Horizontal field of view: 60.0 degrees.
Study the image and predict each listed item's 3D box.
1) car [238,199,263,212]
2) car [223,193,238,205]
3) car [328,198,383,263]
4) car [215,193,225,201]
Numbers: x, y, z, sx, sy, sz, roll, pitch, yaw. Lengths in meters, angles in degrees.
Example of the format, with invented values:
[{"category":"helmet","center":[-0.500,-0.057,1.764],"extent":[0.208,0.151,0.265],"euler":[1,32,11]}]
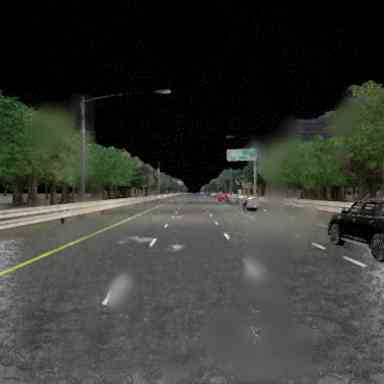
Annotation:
[{"category":"car","center":[7.083,1.566,39.285],"extent":[1.994,1.385,4.181],"euler":[0,0,0]},{"category":"car","center":[7.187,1.475,59.083],"extent":[2.128,1.511,4.902],"euler":[0,0,0]},{"category":"car","center":[7.007,1.223,12.147],"extent":[2.150,2.045,5.566],"euler":[0,0,0]},{"category":"car","center":[7.316,1.185,79.137],"extent":[2.150,2.045,5.566],"euler":[0,0,0]}]
